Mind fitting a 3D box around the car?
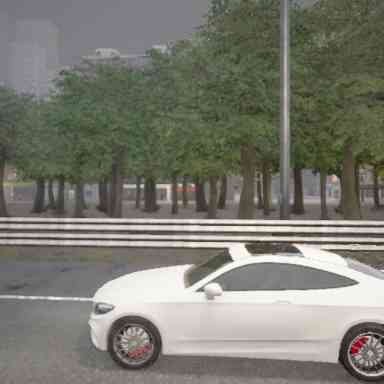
[{"bbox_3d":[0.895,1.522,4.896,4.674,1.442,1.812,0,0,5],"label":"car"}]
